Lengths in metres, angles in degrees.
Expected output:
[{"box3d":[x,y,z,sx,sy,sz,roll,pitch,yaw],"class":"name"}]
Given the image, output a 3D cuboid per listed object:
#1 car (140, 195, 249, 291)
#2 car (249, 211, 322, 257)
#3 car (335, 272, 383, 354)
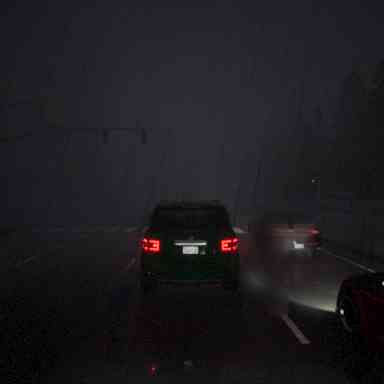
[{"box3d":[-0.075,1.221,9.131,2.150,2.045,5.566,0,0,-1],"class":"car"},{"box3d":[3.367,1.491,12.879,2.128,1.511,4.902,0,0,0],"class":"car"},{"box3d":[3.436,1.564,3.971,1.994,1.385,4.181,0,0,-1],"class":"car"}]
